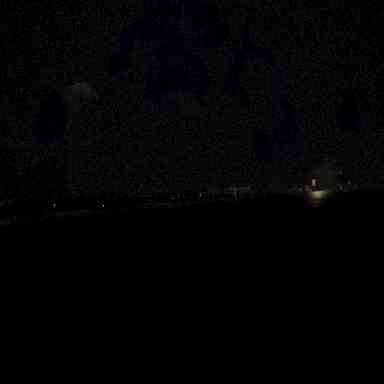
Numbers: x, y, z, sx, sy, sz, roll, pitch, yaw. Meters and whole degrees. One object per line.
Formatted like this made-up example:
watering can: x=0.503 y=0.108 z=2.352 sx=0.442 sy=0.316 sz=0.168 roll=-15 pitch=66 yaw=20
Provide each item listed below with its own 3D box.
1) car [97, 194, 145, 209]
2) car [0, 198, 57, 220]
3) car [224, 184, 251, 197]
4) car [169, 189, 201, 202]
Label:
car: x=-6.799 y=0.864 z=32.003 sx=1.895 sy=1.301 sz=4.718 roll=-1 pitch=1 yaw=36
car: x=-12.526 y=1.145 z=23.914 sx=2.033 sy=1.411 sz=5.357 roll=-1 pitch=1 yaw=34
car: x=7.127 y=-0.266 z=51.382 sx=2.150 sy=2.045 sz=5.566 roll=-1 pitch=1 yaw=36
car: x=-0.769 y=0.430 z=40.437 sx=1.837 sy=1.490 sz=4.892 roll=-1 pitch=1 yaw=36
